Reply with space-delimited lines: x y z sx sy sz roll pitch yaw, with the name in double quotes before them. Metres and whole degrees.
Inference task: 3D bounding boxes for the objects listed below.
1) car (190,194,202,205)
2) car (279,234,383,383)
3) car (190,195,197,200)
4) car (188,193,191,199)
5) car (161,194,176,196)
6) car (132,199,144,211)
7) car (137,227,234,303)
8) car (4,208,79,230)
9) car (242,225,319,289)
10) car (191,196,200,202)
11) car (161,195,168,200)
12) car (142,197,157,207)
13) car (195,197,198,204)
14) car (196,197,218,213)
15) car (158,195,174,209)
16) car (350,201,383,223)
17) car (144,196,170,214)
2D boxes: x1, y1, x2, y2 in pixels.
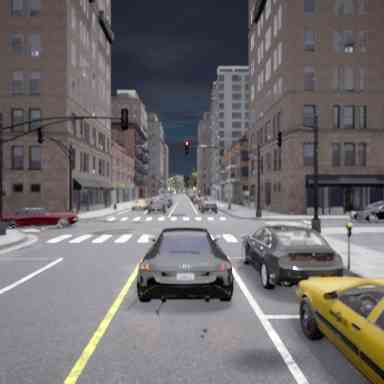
"car" 1.215 1.429 58.537 1.967 1.590 4.097 0 0 -1
"car" 2.584 1.525 3.715 1.752 1.417 4.829 0 0 -1
"car" 0.365 1.500 92.787 1.752 1.417 4.829 0 0 -1
"car" 0.933 1.299 69.897 2.192 1.841 5.009 0 0 -1
"car" -4.233 1.535 57.284 2.033 1.411 5.357 0 0 -3
"car" -6.380 1.519 41.127 1.752 1.417 4.829 0 0 -1
"car" -0.173 1.563 8.280 1.994 1.385 4.181 0 0 -1
"car" -9.666 1.640 21.115 4.718 1.301 1.895 0 0 -13
"car" 2.449 1.550 8.950 2.008 1.369 4.403 0 0 -1
"car" 0.792 1.548 75.577 1.947 1.339 4.313 0 0 -1
"car" -7.654 1.557 92.412 1.802 1.307 4.206 0 0 -1
"car" -6.667 1.556 52.655 1.947 1.339 4.313 0 0 -1
"car" 1.638 1.576 41.497 1.802 1.307 4.206 0 0 -1
"car" 1.779 1.546 35.817 2.008 1.369 4.403 0 0 -1
"car" -3.952 1.557 45.973 1.994 1.385 4.181 0 0 -2
"car" 13.929 1.399 23.890 4.902 1.511 2.128 0 0 -3
"car" -3.705 1.500 36.070 1.837 1.490 4.892 0 0 -1
